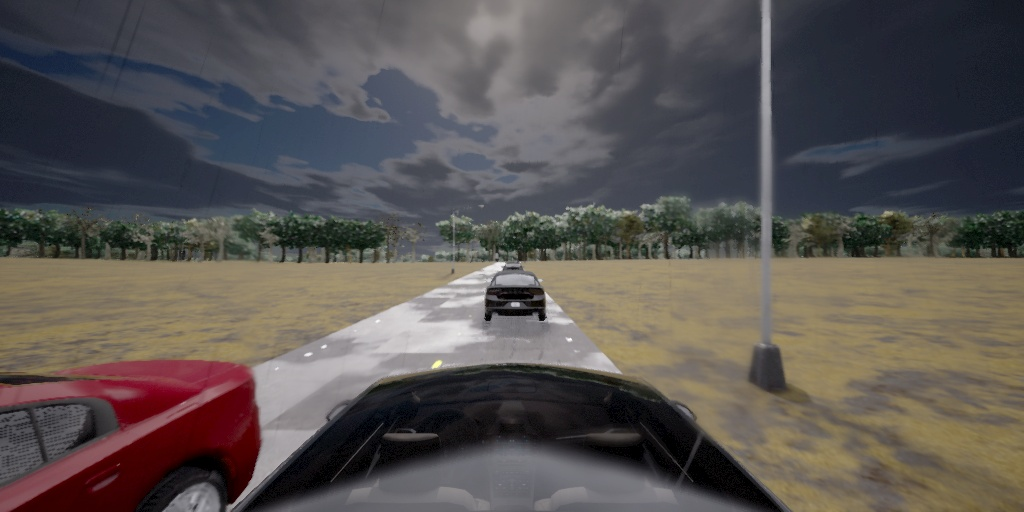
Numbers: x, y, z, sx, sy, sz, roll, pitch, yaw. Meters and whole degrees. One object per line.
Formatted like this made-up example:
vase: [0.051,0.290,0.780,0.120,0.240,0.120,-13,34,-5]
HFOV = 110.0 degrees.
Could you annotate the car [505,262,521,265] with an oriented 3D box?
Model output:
car: [0.089,1.276,31.735,1.837,1.490,4.892,0,0,0]

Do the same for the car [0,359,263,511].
car: [-2.849,1.227,0.651,1.882,1.535,5.008,0,0,0]

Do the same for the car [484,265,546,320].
car: [0.097,1.235,12.688,1.882,1.535,5.008,0,0,0]
